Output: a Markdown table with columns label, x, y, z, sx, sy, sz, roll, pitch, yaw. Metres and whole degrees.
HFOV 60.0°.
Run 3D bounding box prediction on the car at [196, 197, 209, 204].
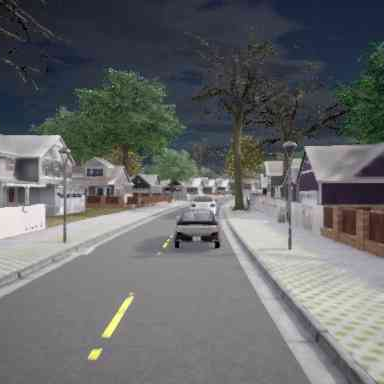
| label | x | y | z | sx | sy | sz | roll | pitch | yaw |
| --- | --- | --- | --- | --- | --- | --- | --- | --- | --- |
| car | 1.978 | 1.543 | 62.555 | 1.895 | 1.301 | 4.718 | 0 | 0 | 9 |

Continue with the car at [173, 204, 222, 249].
| label | x | y | z | sx | sy | sz | roll | pitch | yaw |
| --- | --- | --- | --- | --- | --- | --- | --- | --- | --- |
| car | 0.267 | 1.494 | 14.587 | 2.128 | 1.511 | 4.902 | 0 | 0 | 2 |

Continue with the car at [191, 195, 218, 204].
| label | x | y | z | sx | sy | sz | roll | pitch | yaw |
| --- | --- | --- | --- | --- | --- | --- | --- | --- | --- |
| car | 1.070 | 1.247 | 29.544 | 2.150 | 2.045 | 5.566 | 0 | 0 | 4 |
